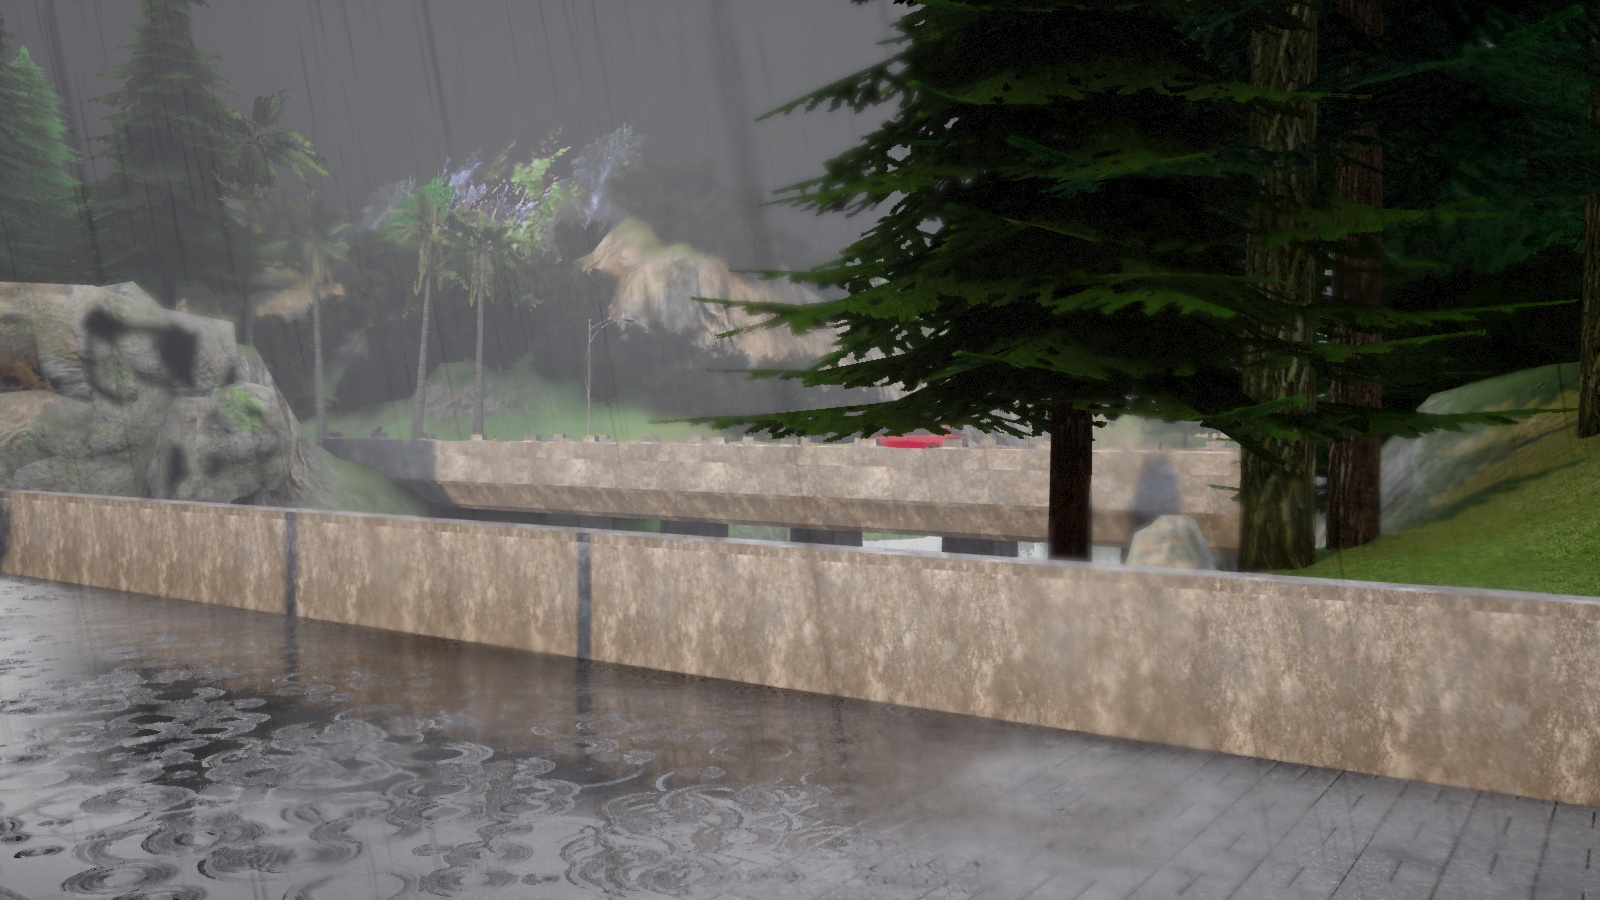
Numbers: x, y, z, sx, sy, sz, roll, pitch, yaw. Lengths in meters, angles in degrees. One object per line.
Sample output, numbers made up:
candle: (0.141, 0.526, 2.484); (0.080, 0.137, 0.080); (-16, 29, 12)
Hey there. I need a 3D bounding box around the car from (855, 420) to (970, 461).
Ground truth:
car: (5.781, -0.488, 64.856); (5.566, 2.045, 2.150); (0, 1, 34)
